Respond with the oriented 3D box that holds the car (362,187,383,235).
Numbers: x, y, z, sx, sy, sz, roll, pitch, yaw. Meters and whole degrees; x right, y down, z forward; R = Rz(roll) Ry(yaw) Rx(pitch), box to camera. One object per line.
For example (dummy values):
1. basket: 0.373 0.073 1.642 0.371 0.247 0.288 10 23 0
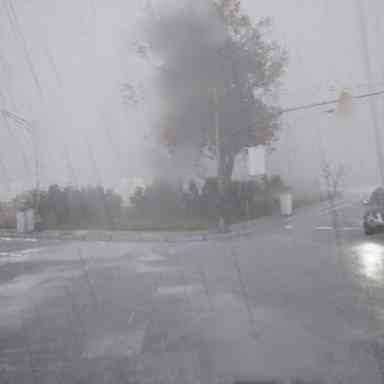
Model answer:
1. car: 9.229 0.824 15.166 2.150 2.045 5.566 -3 2 33
